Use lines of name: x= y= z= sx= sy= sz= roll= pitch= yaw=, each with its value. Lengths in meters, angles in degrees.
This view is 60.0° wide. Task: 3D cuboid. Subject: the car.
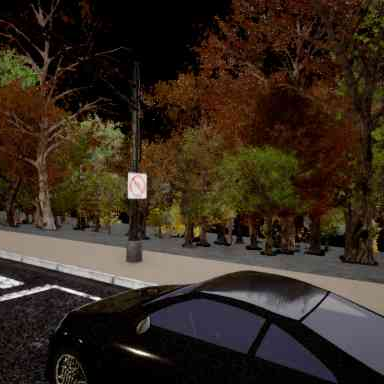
car: x=0.368 y=1.564 z=3.425 sx=4.181 sy=1.385 sz=1.994 roll=0 pitch=0 yaw=36
